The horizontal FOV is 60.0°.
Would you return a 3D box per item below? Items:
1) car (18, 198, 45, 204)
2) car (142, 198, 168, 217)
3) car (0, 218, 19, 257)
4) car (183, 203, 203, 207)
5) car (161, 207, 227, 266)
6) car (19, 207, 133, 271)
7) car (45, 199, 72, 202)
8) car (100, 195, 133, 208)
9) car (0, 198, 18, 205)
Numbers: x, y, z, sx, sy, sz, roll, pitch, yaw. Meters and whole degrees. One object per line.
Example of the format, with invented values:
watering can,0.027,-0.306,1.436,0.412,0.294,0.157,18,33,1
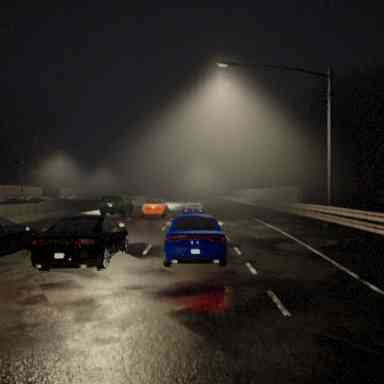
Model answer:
car,-21.082,1.625,44.875,1.994,1.385,4.181,0,0,0
car,-3.408,1.388,31.423,2.097,1.767,4.553,0,0,0
car,-6.902,1.556,11.073,2.033,1.411,5.357,0,0,0
car,0.096,1.635,30.197,1.895,1.301,4.718,0,0,0
car,0.098,1.487,11.606,1.882,1.535,5.008,0,0,0
car,-3.400,1.486,10.994,1.882,1.535,5.008,0,0,0
car,-17.583,1.609,45.430,2.033,1.411,5.357,0,0,0
car,-6.908,1.257,30.861,2.150,2.045,5.566,0,0,0
car,-24.578,1.555,46.048,2.128,1.511,4.902,0,0,0
